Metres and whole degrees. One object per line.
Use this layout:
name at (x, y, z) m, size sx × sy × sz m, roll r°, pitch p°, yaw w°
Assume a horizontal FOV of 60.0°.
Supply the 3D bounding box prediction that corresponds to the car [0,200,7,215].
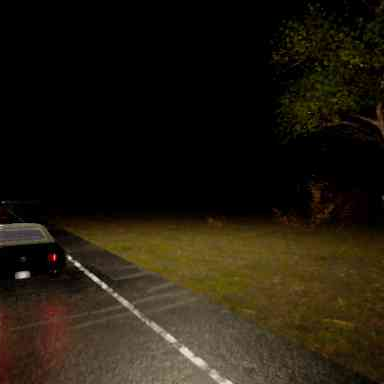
car at (-17.867, 1.397, 30.026) m, size 1.994 × 1.385 × 4.181 m, roll 0°, pitch 1°, yaw -32°

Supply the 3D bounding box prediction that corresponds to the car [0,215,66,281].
car at (-4.949, 1.548, 9.302) m, size 1.895 × 1.301 × 4.718 m, roll 0°, pitch 0°, yaw -32°
